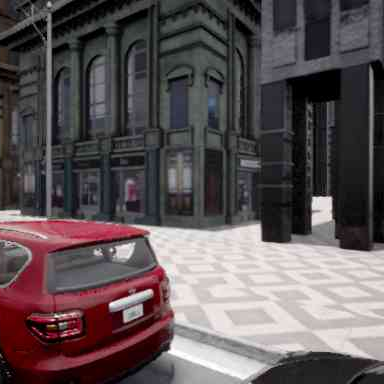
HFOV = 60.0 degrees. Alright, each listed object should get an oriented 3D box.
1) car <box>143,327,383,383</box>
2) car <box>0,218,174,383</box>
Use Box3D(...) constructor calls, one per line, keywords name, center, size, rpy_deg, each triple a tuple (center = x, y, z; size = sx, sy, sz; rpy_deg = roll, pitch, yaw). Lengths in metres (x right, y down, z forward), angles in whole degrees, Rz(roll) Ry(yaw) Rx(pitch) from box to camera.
Box3D(name="car", center=(2.046, 1.566, 1.502), size=(4.313, 1.339, 1.947), rpy_deg=(0, 0, 36))
Box3D(name="car", center=(-2.544, 1.312, 4.774), size=(5.009, 1.841, 2.192), rpy_deg=(0, 0, 36))
